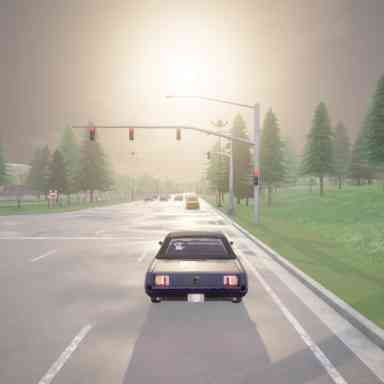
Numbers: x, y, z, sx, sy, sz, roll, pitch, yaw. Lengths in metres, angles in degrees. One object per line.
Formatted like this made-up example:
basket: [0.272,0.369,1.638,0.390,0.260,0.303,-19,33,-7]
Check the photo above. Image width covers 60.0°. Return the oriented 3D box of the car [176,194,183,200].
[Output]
car: [-3.301,1.356,90.860,1.812,1.442,4.674,0,0,0]

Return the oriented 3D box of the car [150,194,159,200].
car: [-10.301,1.332,90.875,1.837,1.490,4.892,0,0,0]

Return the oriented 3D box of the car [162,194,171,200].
car: [-6.801,1.372,90.868,2.033,1.411,5.357,0,0,0]

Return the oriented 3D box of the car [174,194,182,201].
car: [-3.323,1.545,80.857,1.994,1.385,4.181,0,0,0]

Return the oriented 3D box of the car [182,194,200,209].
car: [-0.016,1.080,46.352,1.882,1.535,5.008,-3,17,-3]

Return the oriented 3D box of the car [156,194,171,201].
car: [-6.824,1.531,80.448,2.033,1.411,5.357,0,0,0]

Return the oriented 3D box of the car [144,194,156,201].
car: [-10.324,1.531,80.456,2.033,1.411,5.357,0,0,0]

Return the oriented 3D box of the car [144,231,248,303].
car: [0.097,1.601,8.145,1.895,1.301,4.718,0,0,1]

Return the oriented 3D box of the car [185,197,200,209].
car: [0.072,1.576,49.813,2.033,1.411,5.357,-1,1,0]
